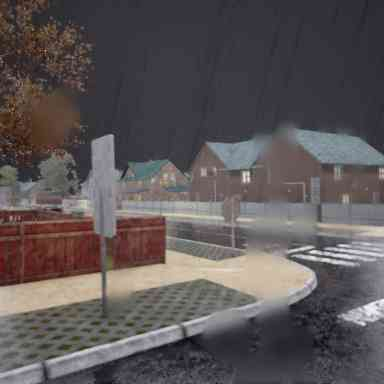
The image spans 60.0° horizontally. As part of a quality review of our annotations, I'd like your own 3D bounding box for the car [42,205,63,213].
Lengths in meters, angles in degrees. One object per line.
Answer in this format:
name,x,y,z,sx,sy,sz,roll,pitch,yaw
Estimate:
car,-19.429,2.442,46.312,1.895,1.301,4.718,-2,0,-36
